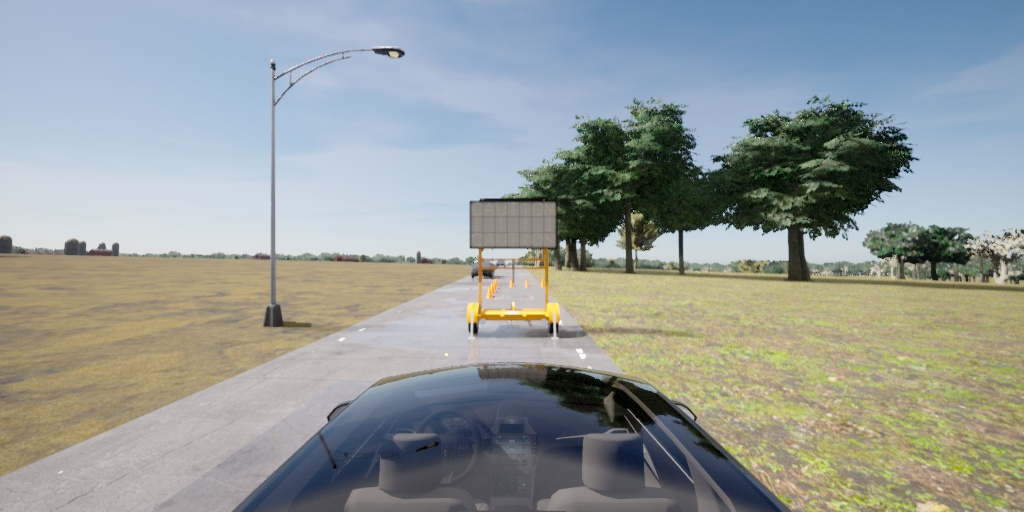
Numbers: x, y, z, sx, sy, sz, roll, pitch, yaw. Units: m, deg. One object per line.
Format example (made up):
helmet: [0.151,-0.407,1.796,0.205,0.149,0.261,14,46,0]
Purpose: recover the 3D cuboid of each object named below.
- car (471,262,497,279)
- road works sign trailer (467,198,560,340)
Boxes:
car: [-2.640,1.256,32.947,1.882,1.535,5.008,0,0,0]
road works sign trailer: [0.040,0.211,9.972,2.380,3.560,2.880,0,0,0]
